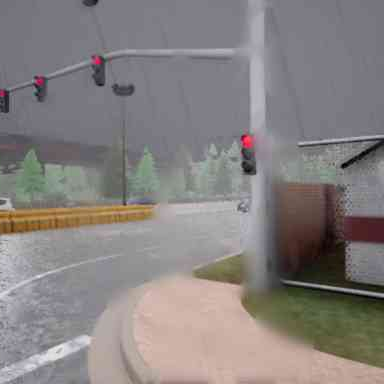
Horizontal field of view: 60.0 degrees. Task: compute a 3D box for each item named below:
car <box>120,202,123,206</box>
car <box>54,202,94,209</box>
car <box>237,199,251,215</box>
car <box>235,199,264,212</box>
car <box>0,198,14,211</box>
[{"bbox_3d":[-7.522,1.603,46.483,2.150,2.045,5.566,-1,0,33],"label":"car"},{"bbox_3d":[-13.330,1.882,37.781,1.837,1.490,4.892,-1,0,34],"label":"car"},{"bbox_3d":[7.073,1.670,36.471,2.128,1.511,4.902,-1,-1,34],"label":"car"},{"bbox_3d":[7.572,1.724,43.519,1.837,1.490,4.892,-1,-1,34],"label":"car"},{"bbox_3d":[-18.805,1.594,29.598,2.150,2.045,5.566,-1,0,34],"label":"car"}]
